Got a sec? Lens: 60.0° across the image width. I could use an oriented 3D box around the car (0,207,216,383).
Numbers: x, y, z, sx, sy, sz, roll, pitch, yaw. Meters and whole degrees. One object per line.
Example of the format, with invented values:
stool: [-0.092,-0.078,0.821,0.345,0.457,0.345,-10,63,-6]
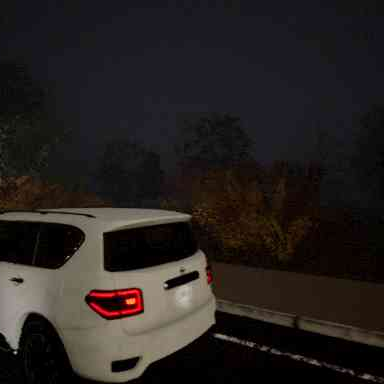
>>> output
car: [-2.291,1.276,5.294,5.566,2.045,2.150,-1,-1,35]
